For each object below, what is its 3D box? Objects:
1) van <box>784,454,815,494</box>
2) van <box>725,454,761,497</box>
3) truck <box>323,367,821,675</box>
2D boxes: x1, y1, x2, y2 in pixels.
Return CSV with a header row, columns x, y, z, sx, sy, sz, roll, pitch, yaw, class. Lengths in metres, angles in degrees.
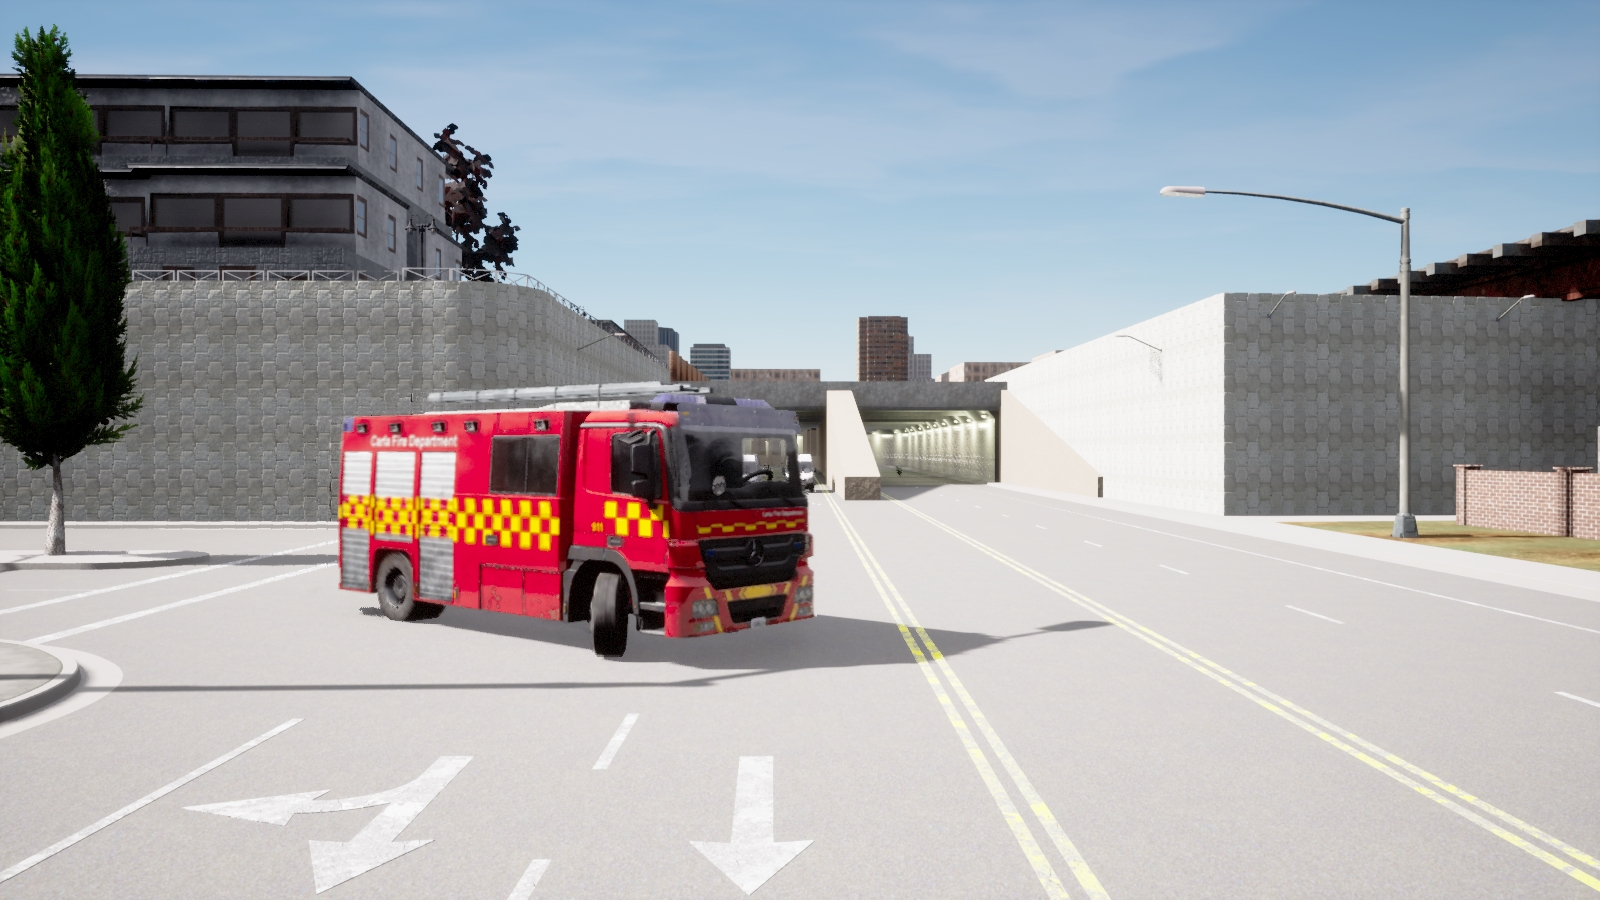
x,y,z,sx,sy,sz,roll,pitch,yaw,class
-0.058,1.534,76.266,1.988,2.561,5.915,0,0,0,van
-3.556,1.534,72.101,1.988,2.561,5.915,0,0,0,van
-3.918,0.890,17.996,8.468,3.827,2.891,0,-1,39,truck
